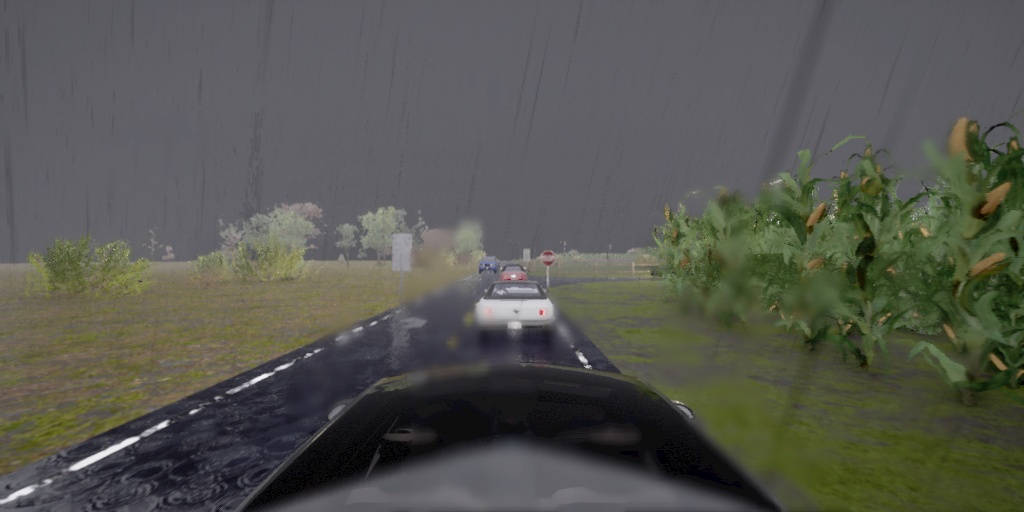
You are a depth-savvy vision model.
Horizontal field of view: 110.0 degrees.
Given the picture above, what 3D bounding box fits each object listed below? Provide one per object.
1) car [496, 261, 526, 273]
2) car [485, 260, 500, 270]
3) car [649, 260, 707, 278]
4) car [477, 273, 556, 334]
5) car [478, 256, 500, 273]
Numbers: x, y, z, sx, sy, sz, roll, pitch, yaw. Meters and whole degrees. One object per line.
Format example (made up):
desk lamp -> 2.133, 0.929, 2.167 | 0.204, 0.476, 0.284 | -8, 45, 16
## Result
car -> 0.086, 1.314, 26.170 | 1.994, 1.385, 4.181 | -1, 0, 0
car -> -3.093, 1.367, 56.917 | 2.128, 1.511, 4.902 | 0, 0, 0
car -> 14.764, 1.152, 31.898 | 5.008, 1.535, 1.882 | -1, -1, -1
car -> 0.102, 1.366, 10.664 | 1.895, 1.301, 4.718 | 0, 0, 0
car -> -2.970, 1.063, 45.004 | 2.150, 2.045, 5.566 | 0, 0, -1
